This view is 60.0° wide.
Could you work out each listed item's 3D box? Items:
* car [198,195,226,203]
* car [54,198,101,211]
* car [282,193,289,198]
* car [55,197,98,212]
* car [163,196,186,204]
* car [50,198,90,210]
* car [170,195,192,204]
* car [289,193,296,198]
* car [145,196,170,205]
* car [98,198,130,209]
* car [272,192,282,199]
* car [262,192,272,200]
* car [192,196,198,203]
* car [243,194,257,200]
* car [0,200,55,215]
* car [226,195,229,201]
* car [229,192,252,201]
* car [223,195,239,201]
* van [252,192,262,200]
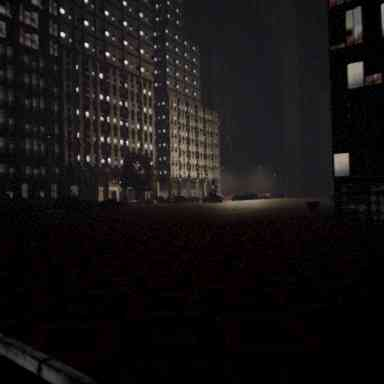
[{"bbox_3d":[3.501,1.229,58.137,1.752,1.417,4.829,-2,-1,35],"label":"car"},{"bbox_3d":[-14.296,1.528,41.889,2.033,1.411,5.357,-2,-1,35],"label":"car"},{"bbox_3d":[22.536,1.131,85.506,1.947,1.339,4.313,-2,-1,35],"label":"car"},{"bbox_3d":[-12.458,1.275,35.018,1.967,1.590,4.097,-2,-1,35],"label":"car"},{"bbox_3d":[-3.240,1.501,62.512,1.887,1.381,4.507,-2,-1,35],"label":"car"},{"bbox_3d":[-16.039,1.585,43.951,1.752,1.417,4.829,-2,-1,35],"label":"car"},{"bbox_3d":[-2.652,1.393,58.615,1.837,1.490,4.892,-2,-1,35],"label":"car"},{"bbox_3d":[25.802,1.070,90.245,1.752,1.417,4.829,-2,-1,35],"label":"car"},{"bbox_3d":[-6.418,1.421,57.908,1.967,1.590,4.097,-2,-1,35],"label":"car"},{"bbox_3d":[-9.284,1.389,39.614,1.802,1.307,4.206,-2,-1,35],"label":"car"},{"bbox_3d":[19.322,0.903,80.938,2.192,1.841,5.009,-2,-1,35],"label":"car"},{"bbox_3d":[16.133,1.051,76.354,1.967,1.590,4.097,-2,-1,35],"label":"car"},{"bbox_3d":[-0.065,1.483,67.117,2.008,1.369,4.403,-2,-1,35],"label":"car"},{"bbox_3d":[15.814,1.366,90.143,1.887,1.381,4.507,-2,-1,35],"label":"car"},{"bbox_3d":[-15.530,1.387,30.559,1.752,1.417,4.829,-2,-1,35],"label":"car"},{"bbox_3d":[6.284,1.326,76.329,1.967,1.590,4.097,-2,-1,35],"label":"car"},{"bbox_3d":[9.749,1.097,67.189,1.967,1.590,4.097,-2,-1,35],"label":"car"},{"bbox_3d":[9.462,1.408,80.934,1.887,1.381,4.507,-2,-1,35],"label":"car"},{"bbox_3d":[12.944,0.975,71.768,1.690,1.788,3.998,-2,-1,35],"label":"van"}]
